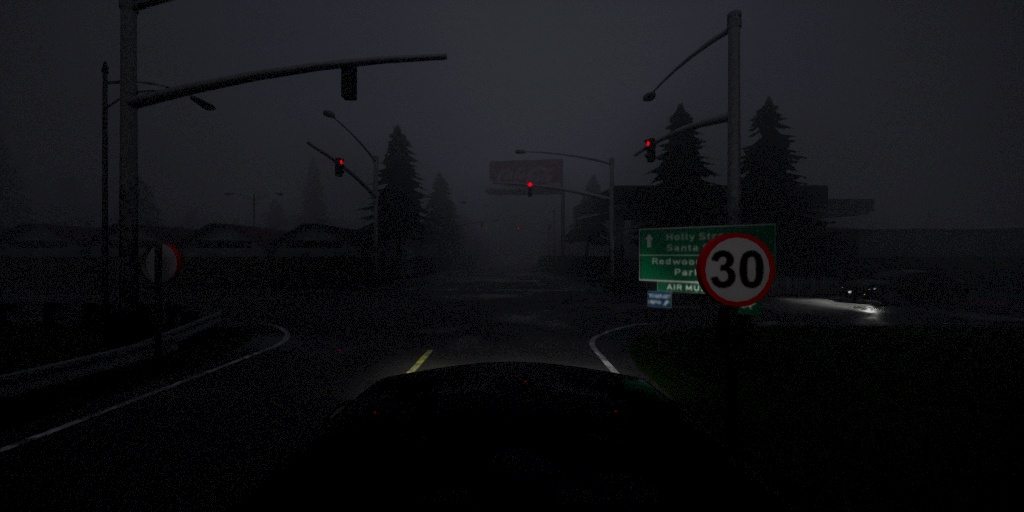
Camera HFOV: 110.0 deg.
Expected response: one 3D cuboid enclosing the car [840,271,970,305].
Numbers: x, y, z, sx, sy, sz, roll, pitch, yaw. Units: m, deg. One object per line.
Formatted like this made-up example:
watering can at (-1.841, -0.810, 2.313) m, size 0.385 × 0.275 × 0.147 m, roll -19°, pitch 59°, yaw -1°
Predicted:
car at (18.378, 1.445, 16.905) m, size 4.892 × 1.490 × 1.837 m, roll 0°, pitch 0°, yaw 1°
